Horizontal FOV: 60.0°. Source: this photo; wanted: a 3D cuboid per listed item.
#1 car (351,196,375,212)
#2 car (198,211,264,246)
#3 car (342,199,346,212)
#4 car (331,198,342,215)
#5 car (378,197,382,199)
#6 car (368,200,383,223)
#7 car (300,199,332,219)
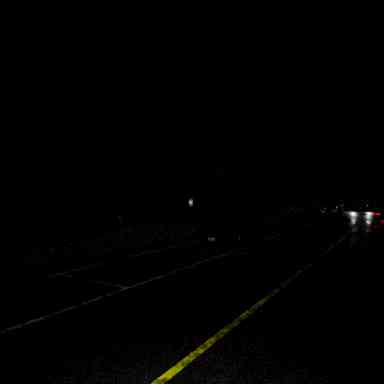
[{"bbox_3d":[19.870,1.527,38.781,1.812,1.442,4.674,0,0,33],"label":"car"},{"bbox_3d":[1.965,1.566,15.436,1.947,1.339,4.313,0,0,32],"label":"car"},{"bbox_3d":[16.735,1.442,38.781,1.967,1.590,4.097,0,0,32],"label":"car"},{"bbox_3d":[13.781,1.567,34.112,1.947,1.339,4.313,0,0,32],"label":"car"},{"bbox_3d":[20.105,1.527,33.506,1.812,1.442,4.674,0,0,32],"label":"car"},{"bbox_3d":[14.566,1.549,24.570,2.033,1.411,5.357,0,0,32],"label":"car"},{"bbox_3d":[10.827,1.583,29.443,1.802,1.307,4.206,0,0,32],"label":"car"}]
